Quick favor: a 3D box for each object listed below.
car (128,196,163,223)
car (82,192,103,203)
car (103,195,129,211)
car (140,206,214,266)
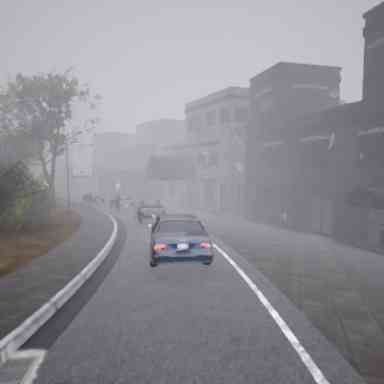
[{"bbox_3d":[-3.054,1.250,23.442,2.128,1.511,4.902,-1,1,-15],"label":"car"},{"bbox_3d":[-13.289,0.669,44.780,1.895,1.301,4.718,-3,4,-32],"label":"car"},{"bbox_3d":[-7.275,1.014,34.288,2.128,1.511,4.902,-2,3,-26],"label":"car"},{"bbox_3d":[-0.485,1.426,11.111,2.033,1.411,5.357,-1,1,-6],"label":"car"}]
